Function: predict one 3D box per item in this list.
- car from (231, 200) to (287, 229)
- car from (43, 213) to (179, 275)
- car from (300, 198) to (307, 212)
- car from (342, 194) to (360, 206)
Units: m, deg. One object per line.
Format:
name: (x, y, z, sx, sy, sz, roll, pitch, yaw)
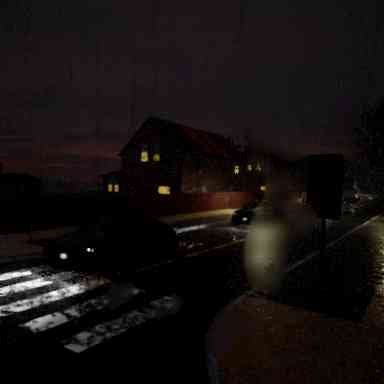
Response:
car: (3.890, 1.196, 18.923, 1.994, 1.385, 4.181, 3, 2, 35)
car: (-2.161, 1.354, 9.894, 1.994, 1.385, 4.181, 2, 2, 30)
car: (10.918, 0.961, 28.854, 2.128, 1.511, 4.902, 3, 2, 35)
car: (18.786, 0.892, 39.890, 1.895, 1.301, 4.718, 3, 2, 36)
